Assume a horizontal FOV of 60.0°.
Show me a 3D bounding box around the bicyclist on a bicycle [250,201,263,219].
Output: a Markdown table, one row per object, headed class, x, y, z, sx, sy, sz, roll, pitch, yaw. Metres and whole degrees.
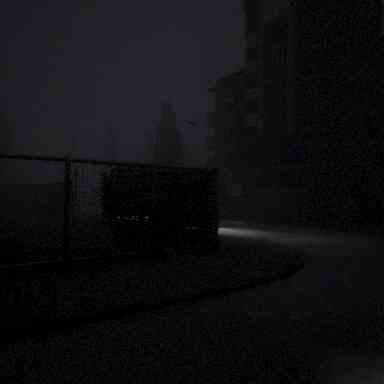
| class | x | y | z | sx | sy | sz | roll | pitch | yaw |
| --- | --- | --- | --- | --- | --- | --- | --- | --- | --- |
| bicyclist on a bicycle | 5.887 | 1.645 | 30.311 | 1.656 | 1.620 | 0.582 | 1 | 0 | -36 |
